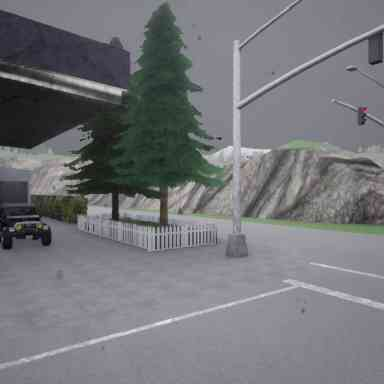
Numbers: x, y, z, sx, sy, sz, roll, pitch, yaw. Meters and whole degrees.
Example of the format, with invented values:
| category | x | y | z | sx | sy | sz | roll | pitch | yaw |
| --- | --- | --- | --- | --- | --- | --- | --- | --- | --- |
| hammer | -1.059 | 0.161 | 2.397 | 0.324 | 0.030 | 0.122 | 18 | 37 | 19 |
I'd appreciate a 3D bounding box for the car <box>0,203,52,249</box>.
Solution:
| category | x | y | z | sx | sy | sz | roll | pitch | yaw |
| --- | --- | --- | --- | --- | --- | --- | --- | --- | --- |
| car | -8.074 | 1.505 | 15.784 | 1.905 | 1.878 | 3.866 | 0 | 0 | -37 |
